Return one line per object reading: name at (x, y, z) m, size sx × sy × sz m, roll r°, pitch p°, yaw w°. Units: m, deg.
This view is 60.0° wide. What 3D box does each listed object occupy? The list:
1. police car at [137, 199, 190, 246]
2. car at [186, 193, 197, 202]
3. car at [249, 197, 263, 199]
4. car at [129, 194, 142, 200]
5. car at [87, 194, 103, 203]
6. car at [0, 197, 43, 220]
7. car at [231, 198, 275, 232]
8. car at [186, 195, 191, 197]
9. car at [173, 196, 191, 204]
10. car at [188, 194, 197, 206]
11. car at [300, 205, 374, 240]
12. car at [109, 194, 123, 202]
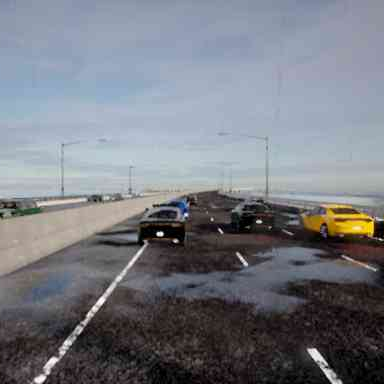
police car at (-1.206, 1.339, 14.949) m, size 1.930 × 1.638 × 5.238 m, roll 0°, pitch 0°, yaw 0°
car at (-0.036, 1.077, 66.659) m, size 2.128 × 1.511 × 4.902 m, roll 0°, pitch 0°, yaw 1°
car at (6.887, 1.271, 36.285) m, size 2.128 × 1.511 × 4.902 m, roll 0°, pitch 0°, yaw 0°
car at (-10.598, 1.161, 62.884) m, size 2.033 × 1.411 × 5.357 m, roll 0°, pitch 0°, yaw 1°
car at (-17.630, 1.108, 60.646) m, size 1.882 × 1.535 × 5.008 m, roll 0°, pitch 1°, yaw 1°
car at (-10.778, 1.239, 19.872) m, size 2.097 × 1.767 × 4.553 m, roll 0°, pitch 0°, yaw 0°
car at (3.423, 1.364, 19.457) m, size 1.882 × 1.535 × 5.008 m, roll 0°, pitch 0°, yaw 0°
car at (-1.268, 1.323, 30.815) m, size 1.837 × 1.490 × 4.892 m, roll 0°, pitch 0°, yaw 0°
car at (-1.255, 1.333, 24.824) m, size 1.882 × 1.535 × 5.008 m, roll 0°, pitch 0°, yaw 0°
car at (-0.183, 1.189, 49.537) m, size 2.128 × 1.511 × 4.902 m, roll 0°, pitch 0°, yaw 0°
car at (6.940, 1.381, 16.497) m, size 1.882 × 1.535 × 5.008 m, roll 0°, pitch 0°, yaw 0°
car at (-14.121, 1.113, 61.988) m, size 2.128 × 1.511 × 4.902 m, roll 0°, pitch 0°, yaw 1°
